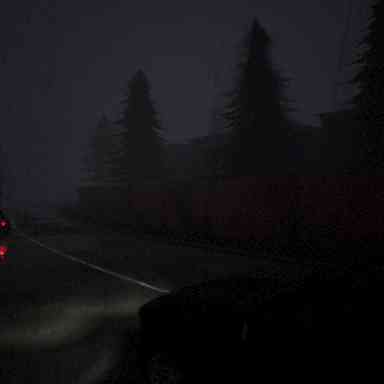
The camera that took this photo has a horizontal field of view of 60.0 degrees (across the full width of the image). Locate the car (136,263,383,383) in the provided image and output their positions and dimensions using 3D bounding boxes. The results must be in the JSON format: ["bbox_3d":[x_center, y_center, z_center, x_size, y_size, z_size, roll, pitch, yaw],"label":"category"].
[{"bbox_3d":[1.528,1.404,2.890,5.008,1.535,1.882,0,1,43],"label":"car"}]

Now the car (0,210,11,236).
[{"bbox_3d":[-10.940,1.608,17.709,1.895,1.301,4.718,-2,1,-34],"label":"car"}]
